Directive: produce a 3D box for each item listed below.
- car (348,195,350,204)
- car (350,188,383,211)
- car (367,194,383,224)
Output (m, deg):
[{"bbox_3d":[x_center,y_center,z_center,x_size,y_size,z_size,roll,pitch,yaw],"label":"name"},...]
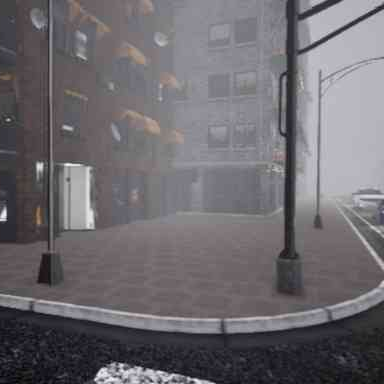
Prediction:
[{"bbox_3d":[19.991,0.738,40.178,1.837,1.490,4.892,1,1,22],"label":"car"},{"bbox_3d":[16.057,0.622,30.180,2.150,2.045,5.566,1,1,21],"label":"car"},{"bbox_3d":[12.229,1.092,20.353,1.812,1.442,4.674,1,1,21],"label":"car"}]
